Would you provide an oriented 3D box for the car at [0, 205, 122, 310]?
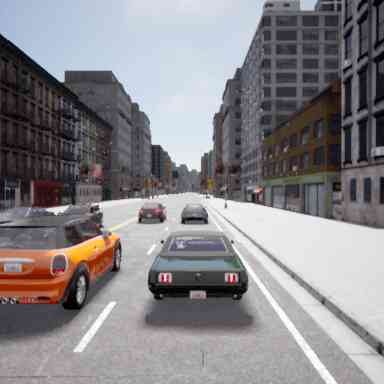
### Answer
[{"bbox_3d":[-3.122,1.350,7.976,2.097,1.767,4.553,0,0,1],"label":"car"}]

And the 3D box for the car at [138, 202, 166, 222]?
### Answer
[{"bbox_3d":[-3.048,1.523,26.025,1.812,1.442,4.674,0,0,0],"label":"car"}]

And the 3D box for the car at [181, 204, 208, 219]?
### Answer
[{"bbox_3d":[0.199,1.561,25.278,1.994,1.385,4.181,0,0,0],"label":"car"}]

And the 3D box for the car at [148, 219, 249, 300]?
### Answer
[{"bbox_3d":[0.132,1.598,8.316,1.895,1.301,4.718,0,0,0],"label":"car"}]

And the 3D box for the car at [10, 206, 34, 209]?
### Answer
[{"bbox_3d":[-9.776,1.544,19.453,2.033,1.411,5.357,0,0,0],"label":"car"}]
